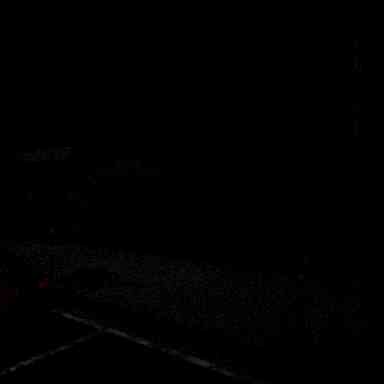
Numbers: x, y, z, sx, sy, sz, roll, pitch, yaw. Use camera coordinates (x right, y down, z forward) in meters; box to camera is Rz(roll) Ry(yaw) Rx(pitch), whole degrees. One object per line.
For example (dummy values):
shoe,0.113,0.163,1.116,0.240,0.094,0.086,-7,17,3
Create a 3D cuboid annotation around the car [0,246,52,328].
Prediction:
car,-4.246,1.612,6.105,4.206,1.307,1.802,0,0,35
